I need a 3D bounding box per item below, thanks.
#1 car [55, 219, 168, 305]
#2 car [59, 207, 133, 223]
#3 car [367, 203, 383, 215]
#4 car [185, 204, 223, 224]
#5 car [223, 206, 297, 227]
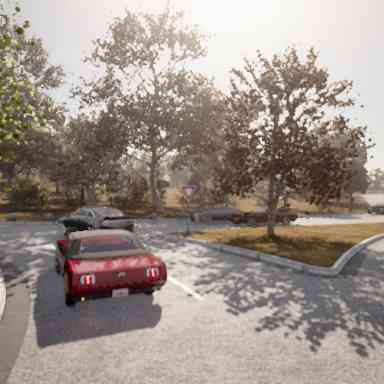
[{"bbox_3d":[-2.275,1.590,8.198,1.895,1.301,4.718,0,0,-25],"label":"car"},{"bbox_3d":[-4.822,1.472,16.232,4.902,1.511,2.128,0,0,44],"label":"car"},{"bbox_3d":[21.532,1.898,37.838,1.994,1.385,4.181,0,0,43],"label":"car"},{"bbox_3d":[1.588,1.589,24.847,4.181,1.385,1.994,1,0,-28],"label":"car"},{"bbox_3d":[4.843,1.650,22.886,4.718,1.301,1.895,1,0,-26],"label":"car"}]
